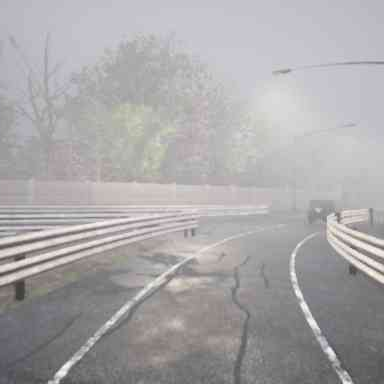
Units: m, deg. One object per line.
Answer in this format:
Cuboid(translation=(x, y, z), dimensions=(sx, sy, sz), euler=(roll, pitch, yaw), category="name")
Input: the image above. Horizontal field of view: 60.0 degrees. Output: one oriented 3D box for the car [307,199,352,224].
Cuboid(translation=(11.504, 1.611, 27.706), dimensions=(2.150, 2.045, 5.566), euler=(0, -1, 41), category="car")
